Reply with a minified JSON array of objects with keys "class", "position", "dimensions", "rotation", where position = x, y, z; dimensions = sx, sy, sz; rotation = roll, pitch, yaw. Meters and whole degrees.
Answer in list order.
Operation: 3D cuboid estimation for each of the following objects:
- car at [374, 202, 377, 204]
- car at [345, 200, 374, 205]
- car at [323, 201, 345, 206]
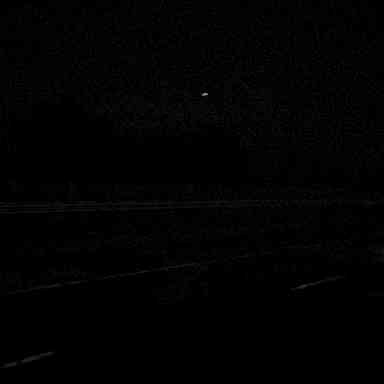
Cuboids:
[{"class":"car","position":[22.995,1.700,37.492],"dimensions":[5.008,1.535,1.882],"rotation":[1,-1,-35]},{"class":"car","position":[21.056,1.751,40.408],"dimensions":[4.674,1.442,1.812],"rotation":[1,-1,-35]},{"class":"car","position":[19.121,1.830,43.325],"dimensions":[4.718,1.301,1.895],"rotation":[1,0,-36]}]
